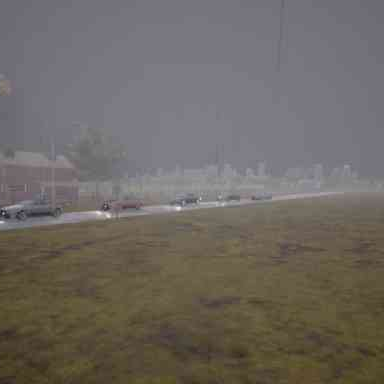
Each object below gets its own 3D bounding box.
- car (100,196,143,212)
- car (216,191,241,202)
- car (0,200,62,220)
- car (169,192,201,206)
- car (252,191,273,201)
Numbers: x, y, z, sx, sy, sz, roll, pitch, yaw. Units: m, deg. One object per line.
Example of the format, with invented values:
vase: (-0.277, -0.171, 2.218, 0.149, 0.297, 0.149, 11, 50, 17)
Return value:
car: (-6.690, 1.087, 31.842, 1.994, 1.385, 4.181, 1, 2, 36)
car: (5.353, 0.593, 48.373, 2.128, 1.511, 4.902, 1, 2, 37)
car: (-11.885, 1.263, 24.706, 1.994, 1.385, 4.181, 1, 2, 34)
car: (-0.807, 0.823, 39.946, 1.837, 1.490, 4.892, 1, 2, 36)
car: (10.823, 0.603, 50.976, 1.994, 1.385, 4.181, 1, 2, 36)
